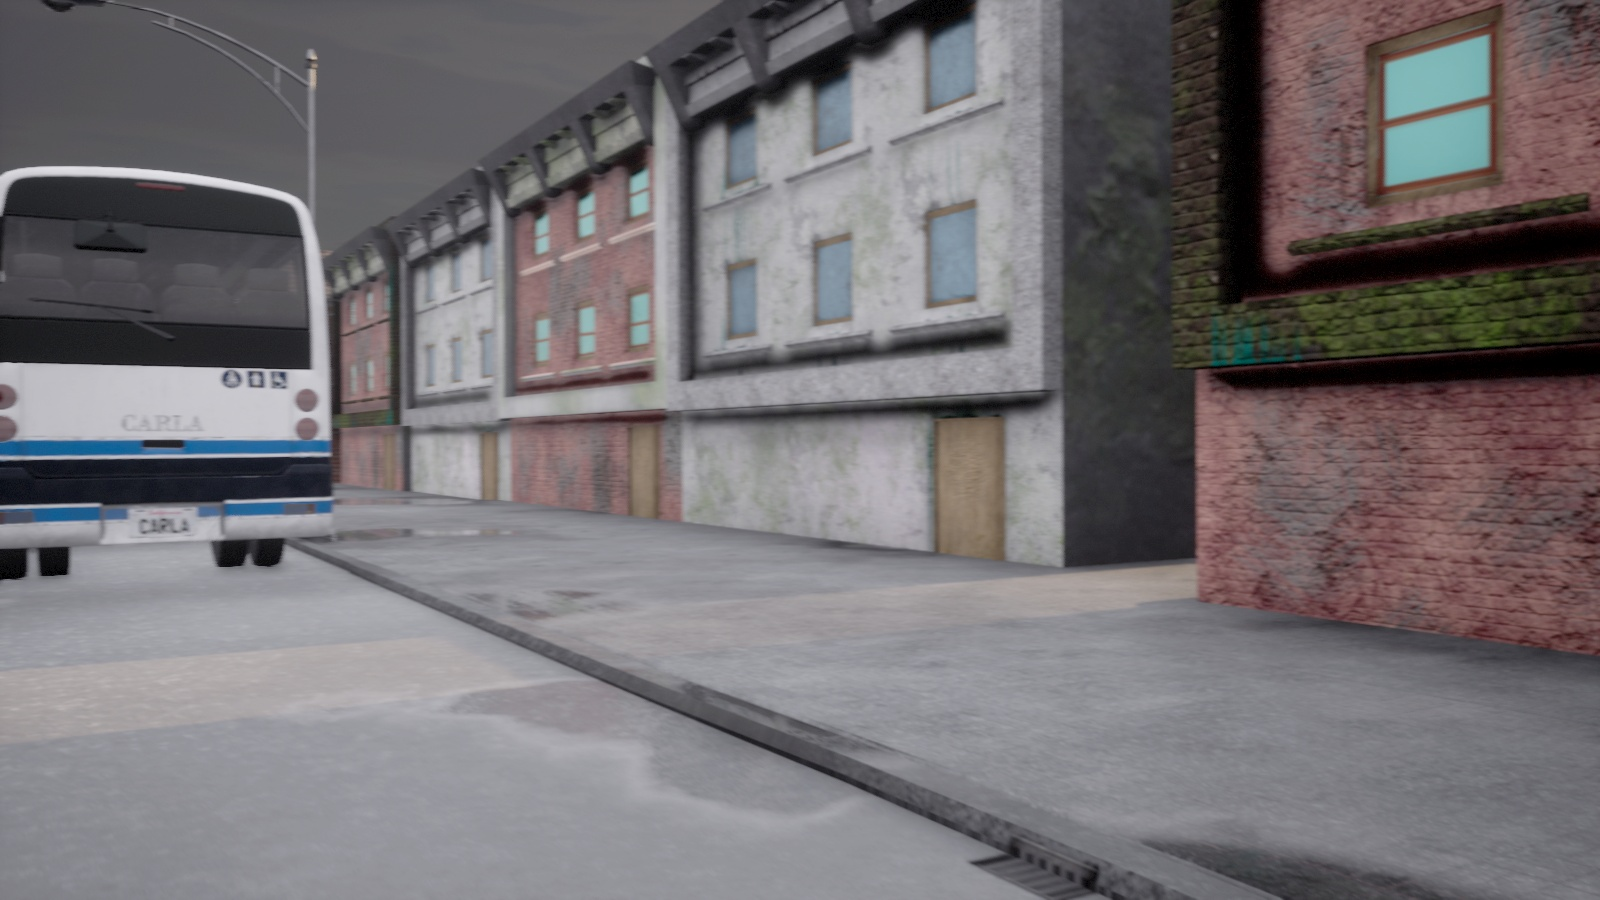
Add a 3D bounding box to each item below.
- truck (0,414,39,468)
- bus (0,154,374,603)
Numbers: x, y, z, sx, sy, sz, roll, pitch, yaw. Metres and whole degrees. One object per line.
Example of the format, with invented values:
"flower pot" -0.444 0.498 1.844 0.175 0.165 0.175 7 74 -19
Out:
"truck" -52.638 -0.577 83.770 2.891 3.462 7.936 0 0 -29
"bus" -8.959 -0.705 17.043 3.944 4.253 10.273 0 0 -31
